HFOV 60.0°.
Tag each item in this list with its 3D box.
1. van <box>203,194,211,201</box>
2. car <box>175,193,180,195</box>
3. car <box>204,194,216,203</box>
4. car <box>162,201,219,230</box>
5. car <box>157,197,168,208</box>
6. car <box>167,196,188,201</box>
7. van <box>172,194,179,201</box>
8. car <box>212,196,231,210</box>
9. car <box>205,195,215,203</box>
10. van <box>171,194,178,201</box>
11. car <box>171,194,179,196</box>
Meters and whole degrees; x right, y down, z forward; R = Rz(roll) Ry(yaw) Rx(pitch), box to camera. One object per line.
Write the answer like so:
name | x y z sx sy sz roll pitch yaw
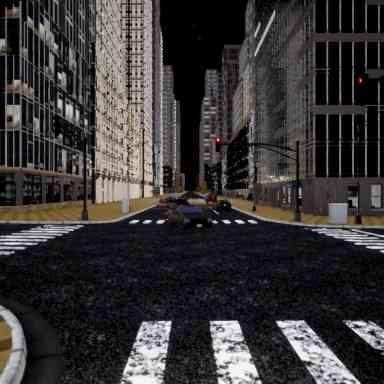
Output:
van | 3.667 1.321 80.482 1.690 1.788 3.998 0 0 0
car | -4.186 1.426 74.917 1.967 1.590 4.097 0 0 0
car | 3.747 1.313 63.899 2.192 1.841 5.009 0 0 0
car | -0.278 1.569 21.916 2.033 1.411 5.357 0 0 -16
car | -4.053 1.593 47.278 1.802 1.307 4.206 0 0 0
car | -1.551 1.540 38.759 1.812 1.442 4.674 0 0 0
van | -4.239 1.315 85.971 1.690 1.788 3.998 0 0 0
car | 3.903 1.579 41.790 1.947 1.339 4.313 0 0 0
car | 3.721 1.432 69.427 1.967 1.590 4.097 0 0 0
van | -4.213 1.321 80.444 1.690 1.788 3.998 0 0 0
car | -4.133 1.564 63.861 1.947 1.339 4.313 0 0 0
